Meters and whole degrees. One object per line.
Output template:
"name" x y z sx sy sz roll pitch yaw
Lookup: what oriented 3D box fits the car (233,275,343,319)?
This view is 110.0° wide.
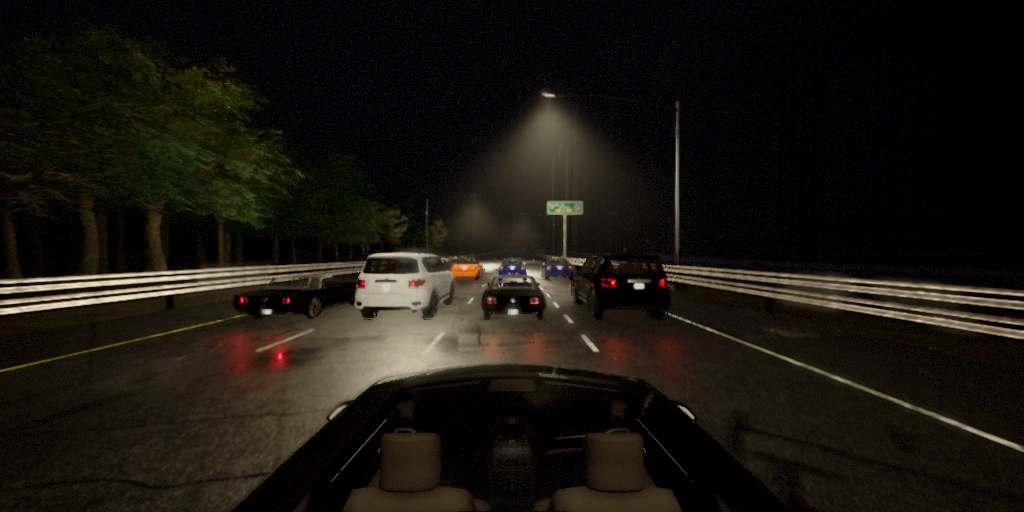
"car" -6.948 1.287 12.416 1.895 1.301 4.718 0 0 0

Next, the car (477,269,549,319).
"car" 0.052 1.287 12.395 1.895 1.301 4.718 0 0 0

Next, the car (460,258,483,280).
"car" -3.464 0.936 28.493 2.097 1.767 4.553 0 0 0

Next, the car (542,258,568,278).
"car" 3.536 0.936 28.518 2.097 1.767 4.553 0 0 0

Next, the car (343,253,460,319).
"car" -3.446 0.909 12.570 2.150 2.045 5.566 0 1 0

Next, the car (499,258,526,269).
"car" 0.036 0.936 28.509 2.097 1.767 4.553 0 0 0

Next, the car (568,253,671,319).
"car" 3.554 0.908 12.643 2.150 2.045 5.566 0 1 0
